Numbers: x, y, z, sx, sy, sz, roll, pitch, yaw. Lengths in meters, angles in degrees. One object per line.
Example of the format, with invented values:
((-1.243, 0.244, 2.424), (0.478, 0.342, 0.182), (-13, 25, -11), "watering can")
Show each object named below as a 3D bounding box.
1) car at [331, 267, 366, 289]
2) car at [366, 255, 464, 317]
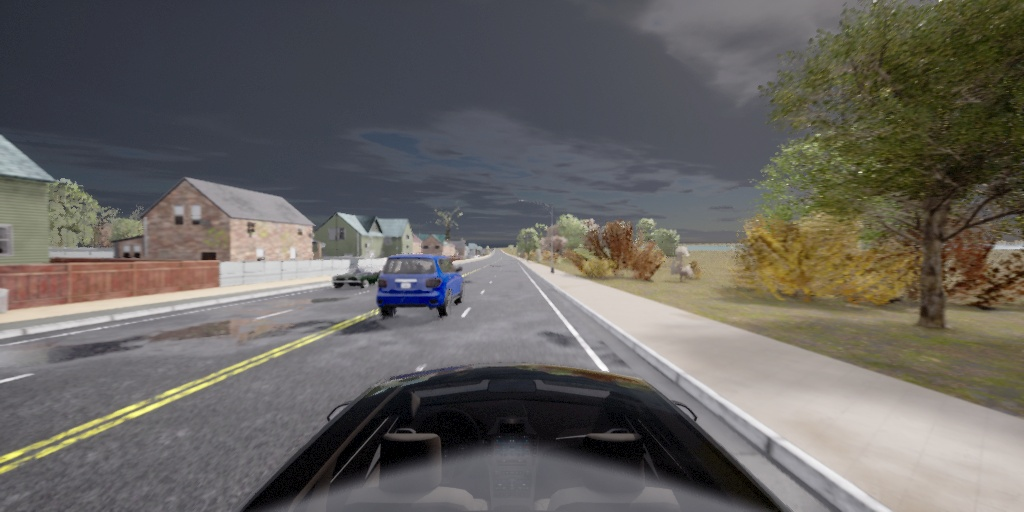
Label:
((-9.747, 1.401, 23.272), (1.895, 1.301, 4.718), (0, 0, 0), "car")
((-3.148, 0.971, 13.313), (2.150, 2.045, 5.566), (0, 0, 0), "car")
